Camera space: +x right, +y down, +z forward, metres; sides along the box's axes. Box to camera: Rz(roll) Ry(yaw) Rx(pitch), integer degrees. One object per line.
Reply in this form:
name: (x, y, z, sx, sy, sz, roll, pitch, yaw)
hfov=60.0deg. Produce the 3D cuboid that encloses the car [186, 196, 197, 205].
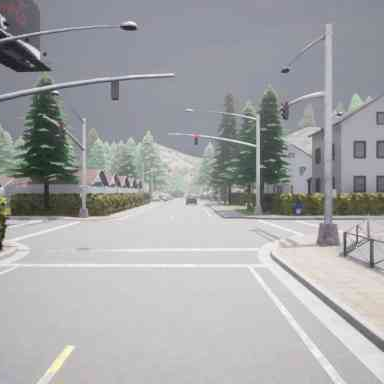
car: (-0.091, 1.505, 59.254, 1.837, 1.490, 4.892, 0, 0, 0)
